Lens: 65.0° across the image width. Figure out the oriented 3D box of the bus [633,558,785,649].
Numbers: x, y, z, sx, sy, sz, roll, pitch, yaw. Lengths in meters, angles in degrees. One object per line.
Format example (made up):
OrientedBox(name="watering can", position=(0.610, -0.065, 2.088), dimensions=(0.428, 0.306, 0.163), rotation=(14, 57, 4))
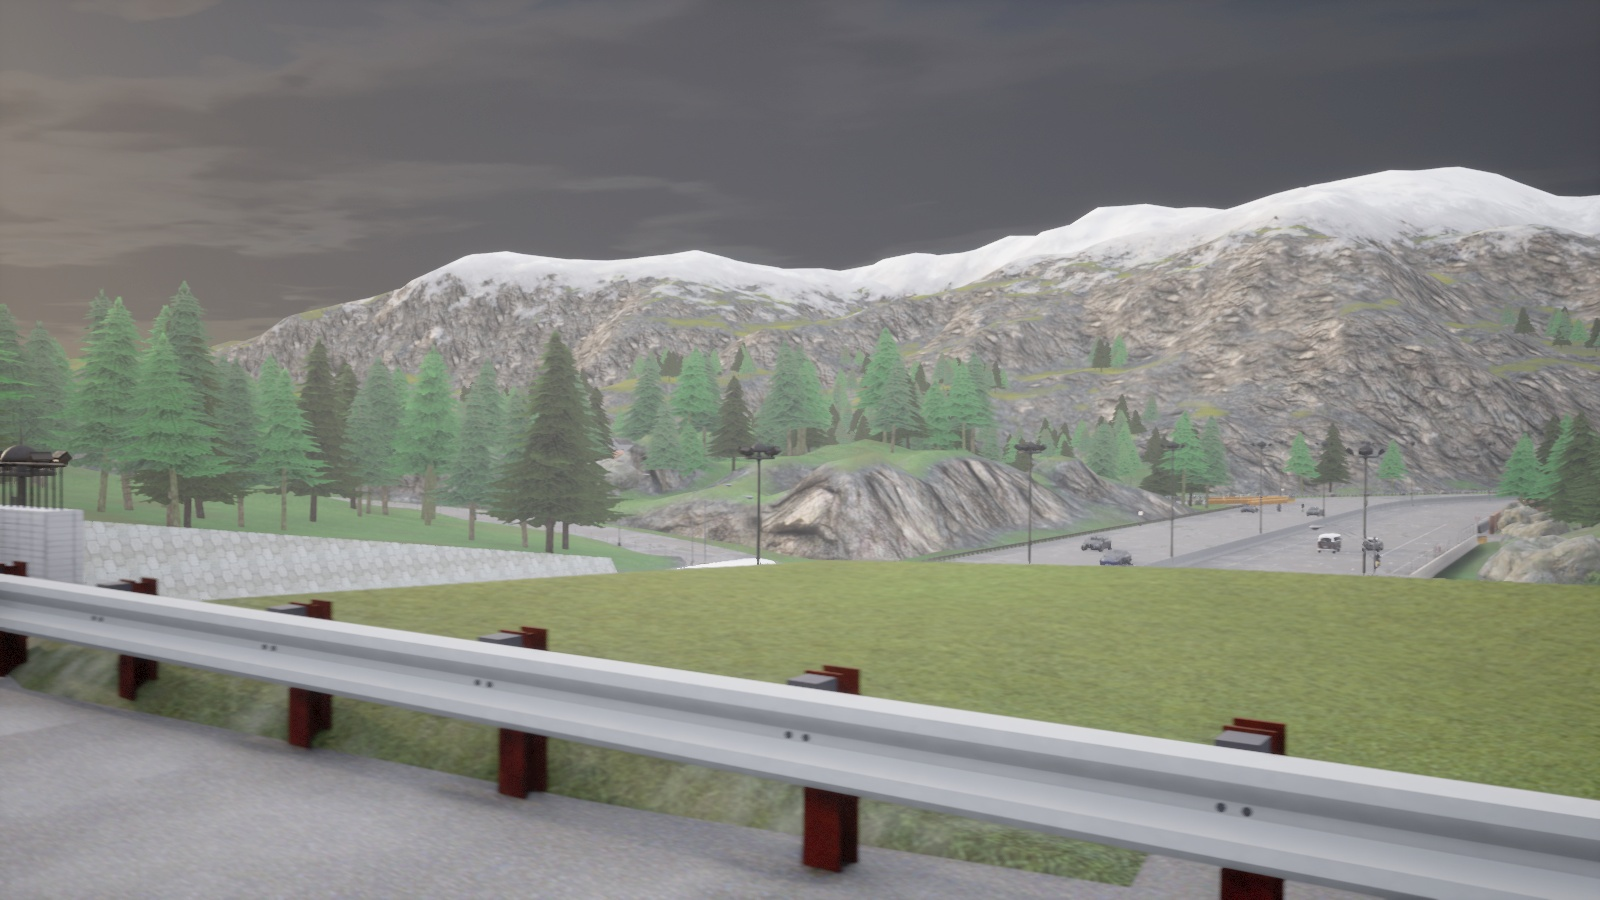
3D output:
OrientedBox(name="bus", position=(-5.465, 9.354, 78.098), dimensions=(3.944, 4.253, 10.273), rotation=(0, 1, 33))
